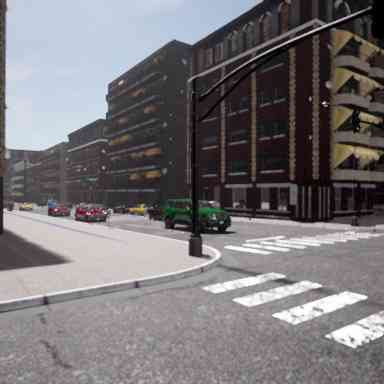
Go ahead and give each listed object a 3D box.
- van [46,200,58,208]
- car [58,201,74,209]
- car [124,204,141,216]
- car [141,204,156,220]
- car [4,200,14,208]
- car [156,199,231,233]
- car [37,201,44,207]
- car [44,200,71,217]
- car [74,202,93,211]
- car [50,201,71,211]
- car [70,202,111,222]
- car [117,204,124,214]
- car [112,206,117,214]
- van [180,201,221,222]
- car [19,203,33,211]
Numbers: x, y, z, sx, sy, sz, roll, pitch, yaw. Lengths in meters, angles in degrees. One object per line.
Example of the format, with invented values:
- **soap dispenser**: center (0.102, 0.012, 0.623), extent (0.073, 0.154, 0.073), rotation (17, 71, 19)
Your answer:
- **van**: center (-32.354, 2.680, 76.958), extent (1.690, 1.788, 3.998), rotation (-1, 0, -36)
- **car**: center (-25.759, 2.591, 67.798), extent (1.967, 1.590, 4.097), rotation (-1, 0, -36)
- **car**: center (-6.083, 2.118, 40.460), extent (1.752, 1.417, 4.829), rotation (-1, 0, -36)
- **car**: center (-2.567, 1.904, 31.227), extent (1.882, 1.535, 5.008), rotation (0, -1, -36)
- **car**: center (-42.398, 2.716, 76.681), extent (2.192, 1.841, 5.009), rotation (-1, 0, -36)
- **car**: center (0.137, 1.484, 21.983), extent (2.150, 2.045, 5.566), rotation (0, -1, -36)
- **car**: center (-38.940, 3.093, 86.114), extent (1.947, 1.339, 4.313), rotation (-1, 0, -36)
- **car**: center (-16.029, 2.092, 40.045), extent (1.967, 1.590, 4.097), rotation (-1, 0, -36)
- **car**: center (-19.266, 2.492, 58.777), extent (1.752, 1.417, 4.829), rotation (-1, 0, -36)
- **car**: center (-19.687, 1.994, 49.702), extent (1.994, 1.385, 4.181), rotation (0, -1, -36)
- **car**: center (-9.438, 1.906, 30.886), extent (1.967, 1.590, 4.097), rotation (-1, 0, -36)
- **car**: center (-9.278, 2.249, 44.901), extent (1.947, 1.339, 4.313), rotation (-1, 0, -36)
- **car**: center (-10.619, 2.059, 36.943), extent (2.128, 1.511, 4.902), rotation (0, -1, -36)
- **van**: center (0.742, 1.746, 31.263), extent (1.690, 1.788, 3.998), rotation (-1, 0, -36)
- **car**: center (-29.111, 2.548, 58.224), extent (1.752, 1.417, 4.829), rotation (-1, 0, -36)
